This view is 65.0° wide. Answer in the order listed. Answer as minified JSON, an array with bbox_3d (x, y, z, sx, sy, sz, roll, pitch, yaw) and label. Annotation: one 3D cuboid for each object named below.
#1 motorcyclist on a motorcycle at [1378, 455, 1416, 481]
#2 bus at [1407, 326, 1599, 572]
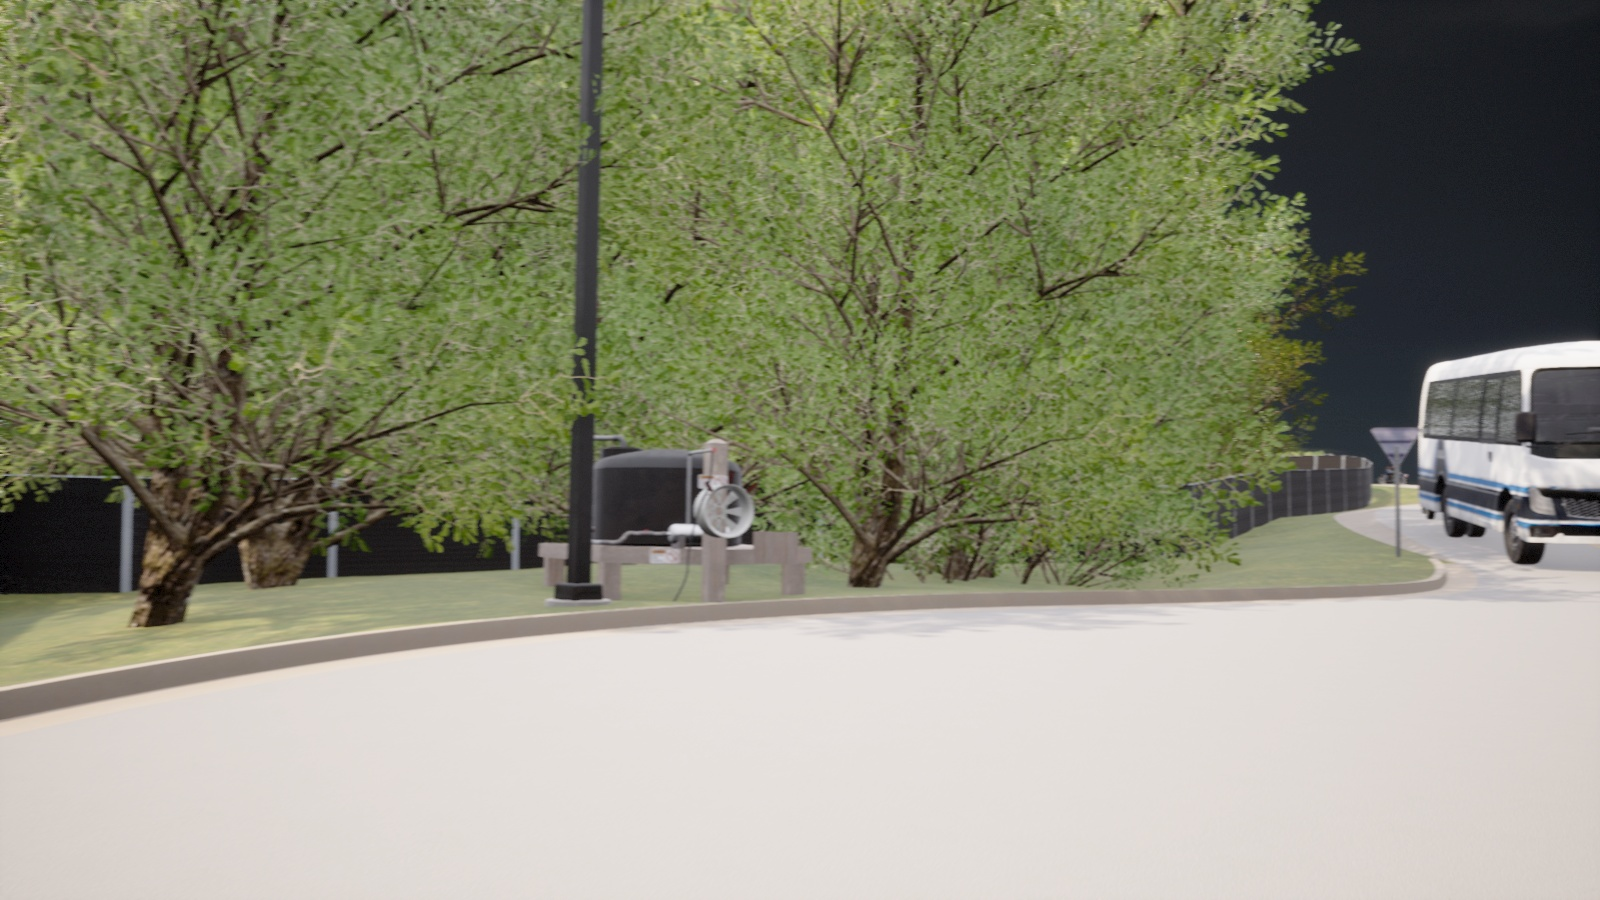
[{"bbox_3d":[38.416,1.174,80.773,0.766,1.649,2.350,2,-2,-19],"label":"motorcyclist on a motorcycle"},{"bbox_3d":[15.952,-0.166,26.490,3.944,4.253,10.273,-1,1,16],"label":"bus"}]
